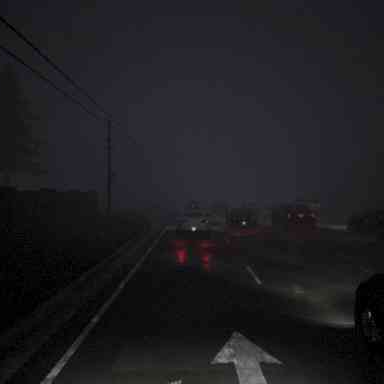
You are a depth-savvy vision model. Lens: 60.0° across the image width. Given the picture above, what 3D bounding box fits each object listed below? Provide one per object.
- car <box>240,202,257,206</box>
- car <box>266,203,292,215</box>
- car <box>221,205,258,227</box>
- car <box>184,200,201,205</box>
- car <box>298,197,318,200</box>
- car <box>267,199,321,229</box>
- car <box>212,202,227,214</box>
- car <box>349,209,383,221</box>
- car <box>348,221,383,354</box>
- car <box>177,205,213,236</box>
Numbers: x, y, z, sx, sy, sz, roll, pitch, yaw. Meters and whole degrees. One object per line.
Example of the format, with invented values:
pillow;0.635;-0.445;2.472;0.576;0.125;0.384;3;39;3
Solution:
car;7.097;1.967;42.203;2.128;1.511;4.902;0;-1;0
car;10.597;2.060;40.747;1.895;1.301;4.718;0;-1;0
car;3.598;1.886;25.263;1.895;1.301;4.718;0;-1;0
car;0.096;1.824;41.953;2.097;1.767;4.553;0;-1;0
car;14.096;1.689;41.364;2.150;2.045;5.566;0;-1;0
car;7.098;1.621;23.736;2.097;1.767;4.553;0;-1;0
car;3.583;2.013;43.276;1.812;1.442;4.674;0;-1;0
car;10.598;1.703;18.721;2.128;1.511;4.902;0;-1;0
car;3.599;1.392;3.392;2.097;1.767;4.553;0;-1;0
car;0.086;1.753;19.990;1.812;1.442;4.674;0;-1;0
